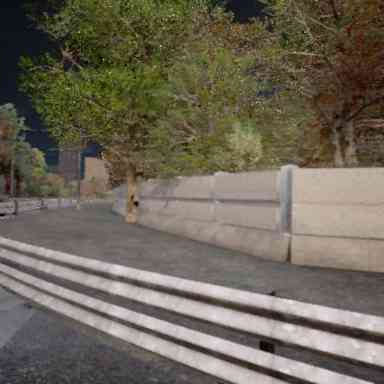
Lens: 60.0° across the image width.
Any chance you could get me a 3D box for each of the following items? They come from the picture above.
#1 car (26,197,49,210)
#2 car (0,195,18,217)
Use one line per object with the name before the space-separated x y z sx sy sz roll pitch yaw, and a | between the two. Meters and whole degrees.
car | -21.350 1.501 46.116 2.097 1.767 4.553 1 -1 -10
car | -18.704 1.252 32.225 2.150 2.045 5.566 1 -1 -11
